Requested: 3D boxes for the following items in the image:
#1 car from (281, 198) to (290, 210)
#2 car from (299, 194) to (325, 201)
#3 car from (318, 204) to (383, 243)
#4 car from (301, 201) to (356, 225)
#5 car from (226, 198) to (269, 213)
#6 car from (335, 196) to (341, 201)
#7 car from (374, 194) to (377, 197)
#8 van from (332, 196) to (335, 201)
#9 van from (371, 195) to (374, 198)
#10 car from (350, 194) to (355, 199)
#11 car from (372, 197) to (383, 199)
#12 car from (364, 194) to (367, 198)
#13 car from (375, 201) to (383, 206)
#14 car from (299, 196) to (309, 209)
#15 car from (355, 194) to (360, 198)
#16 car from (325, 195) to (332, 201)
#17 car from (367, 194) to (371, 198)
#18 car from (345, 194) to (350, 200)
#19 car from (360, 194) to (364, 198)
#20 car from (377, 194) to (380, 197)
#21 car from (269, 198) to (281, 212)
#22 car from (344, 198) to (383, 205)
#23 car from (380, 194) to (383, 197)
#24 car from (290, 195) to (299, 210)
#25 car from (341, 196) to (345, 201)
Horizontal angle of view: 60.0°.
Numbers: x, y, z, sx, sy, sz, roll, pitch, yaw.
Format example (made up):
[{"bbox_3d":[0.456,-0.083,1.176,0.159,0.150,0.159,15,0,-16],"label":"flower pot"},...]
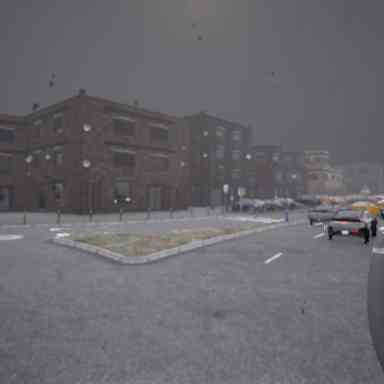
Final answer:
[{"bbox_3d":[9.803,1.704,43.346,4.674,1.452,2.002,0,0,41],"label":"car"},{"bbox_3d":[17.082,1.400,51.638,5.566,2.045,2.435,0,0,41],"label":"car"},{"bbox_3d":[8.272,1.627,17.010,2.128,1.511,4.902,0,0,34],"label":"car"},{"bbox_3d":[10.086,1.651,24.313,2.128,1.511,4.902,0,0,39],"label":"car"},{"bbox_3d":[6.173,1.532,39.190,4.553,1.767,2.185,0,0,41],"label":"car"},{"bbox_3d":[22.573,1.635,57.825,5.008,1.535,2.097,0,0,41],"label":"car"},{"bbox_3d":[39.000,1.674,76.422,4.674,1.452,2.002,0,0,41],"label":"car"},{"bbox_3d":[20.840,1.414,55.676,4.442,1.987,1.878,0,0,41],"label":"van"},{"bbox_3d":[37.344,1.405,74.372,4.442,1.987,1.878,0,0,41],"label":"van"},{"bbox_3d":[28.075,1.499,64.002,4.553,1.767,2.185,0,0,41],"label":"car"},{"bbox_3d":[23.053,1.672,39.458,1.882,1.535,5.008,0,0,42],"label":"car"},{"bbox_3d":[33.530,1.626,70.219,4.892,1.521,2.231,0,0,41],"label":"car"},{"bbox_3d":[18.249,1.740,29.507,2.033,1.411,5.357,0,0,42],"label":"car"},{"bbox_3d":[13.450,1.664,47.490,4.892,1.521,2.231,0,0,41],"label":"car"},{"bbox_3d":[29.880,1.625,66.085,4.892,1.521,2.231,0,0,41],"label":"car"},{"bbox_3d":[19.067,1.643,53.564,5.366,1.575,1.946,0,0,41],"label":"car"},{"bbox_3d":[35.354,1.628,72.285,4.892,1.521,2.231,0,0,41],"label":"car"},{"bbox_3d":[26.203,1.502,61.975,4.553,1.767,2.185,0,0,41],"label":"car"},{"bbox_3d":[31.705,1.625,68.152,4.892,1.521,2.231,0,0,41],"label":"car"},{"bbox_3d":[40.684,1.637,78.614,5.366,1.575,1.946,0,0,41],"label":"car"},{"bbox_3d":[7.974,1.663,41.285,5.008,1.535,2.097,0,0,41],"label":"car"},{"bbox_3d":[16.714,1.672,32.284,1.882,1.535,5.008,0,0,42],"label":"car"},{"bbox_3d":[42.652,1.647,80.553,4.892,1.521,2.231,0,0,41],"label":"car"},{"bbox_3d":[11.650,1.539,45.394,4.553,1.767,2.185,0,0,41],"label":"car"},{"bbox_3d":[24.379,1.505,59.909,4.553,1.767,2.185,0,0,41],"label":"car"}]
